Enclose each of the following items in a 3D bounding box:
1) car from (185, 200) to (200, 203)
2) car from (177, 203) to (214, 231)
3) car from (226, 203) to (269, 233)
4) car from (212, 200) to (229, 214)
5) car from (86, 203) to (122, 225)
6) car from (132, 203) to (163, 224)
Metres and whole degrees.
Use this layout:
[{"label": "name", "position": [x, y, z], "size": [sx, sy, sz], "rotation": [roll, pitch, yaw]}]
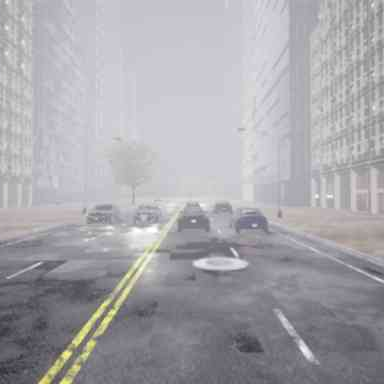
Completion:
[{"label": "car", "position": [0.098, 1.744, 41.910], "size": [1.994, 1.385, 4.181], "rotation": [0, 0, 0]}, {"label": "car", "position": [0.098, 1.655, 21.199], "size": [1.994, 1.385, 4.181], "rotation": [0, 0, 0]}, {"label": "car", "position": [3.348, 1.612, 20.049], "size": [1.812, 1.442, 4.674], "rotation": [0, 0, 0]}, {"label": "car", "position": [3.347, 1.638, 37.463], "size": [1.882, 1.535, 5.008], "rotation": [0, 0, 0]}, {"label": "car", "position": [-6.594, 1.612, 25.353], "size": [1.837, 1.490, 4.892], "rotation": [0, 0, 0]}, {"label": "car", "position": [-3.343, 1.600, 25.580], "size": [2.128, 1.511, 4.902], "rotation": [0, 0, 0]}]
